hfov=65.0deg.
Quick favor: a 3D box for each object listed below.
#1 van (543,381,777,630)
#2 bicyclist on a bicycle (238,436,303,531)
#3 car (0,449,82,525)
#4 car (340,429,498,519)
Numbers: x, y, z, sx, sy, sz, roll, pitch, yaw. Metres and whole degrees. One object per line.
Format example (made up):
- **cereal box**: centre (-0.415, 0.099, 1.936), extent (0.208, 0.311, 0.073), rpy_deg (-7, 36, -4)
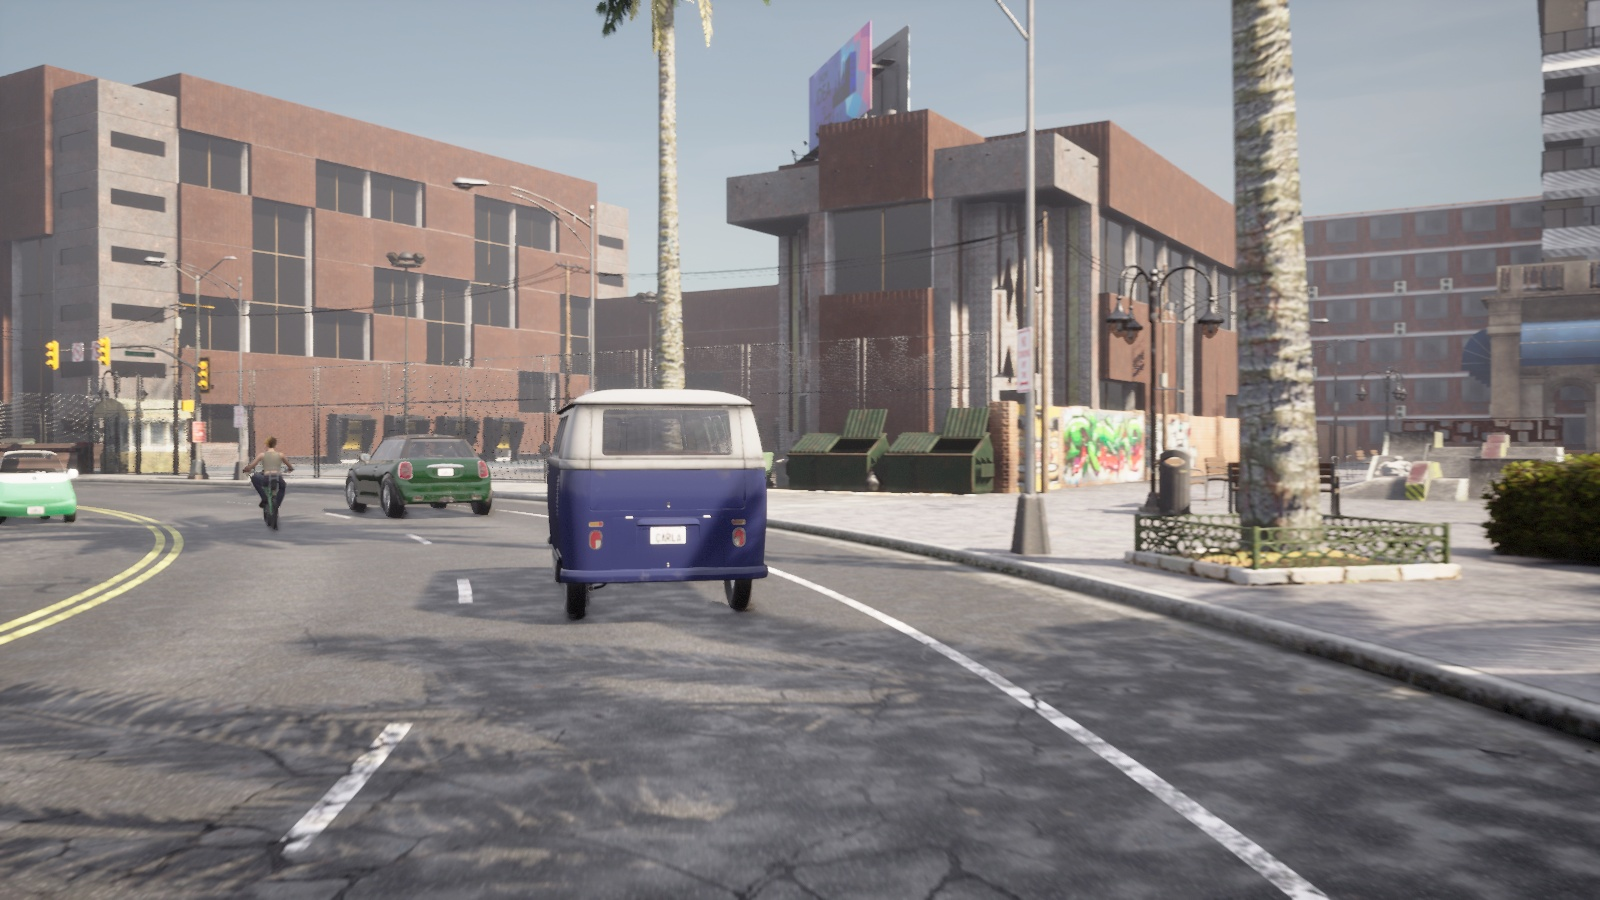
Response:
- **van**: centre (-1.567, 0.429, 12.398), extent (1.775, 1.987, 4.442), rpy_deg (0, 0, -13)
- **bicyclist on a bicycle**: centre (-9.345, 0.558, 22.146), extent (0.866, 1.612, 1.509), rpy_deg (-1, 1, -30)
- **car**: centre (-14.660, 0.666, 23.886), extent (1.481, 1.376, 2.207), rpy_deg (0, 0, -37)
- **car**: centre (-8.305, 0.452, 27.087), extent (2.097, 1.767, 4.553), rpy_deg (0, 0, -33)
